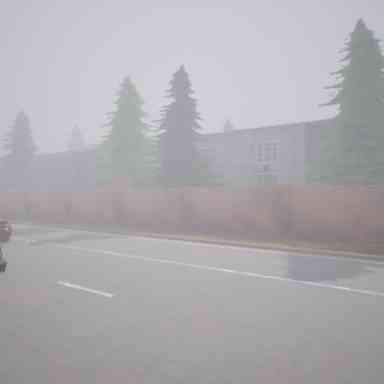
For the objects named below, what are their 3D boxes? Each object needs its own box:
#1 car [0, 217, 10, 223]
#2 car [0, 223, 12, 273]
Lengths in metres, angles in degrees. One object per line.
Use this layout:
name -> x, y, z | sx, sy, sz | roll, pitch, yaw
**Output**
car -> -10.241, 1.607, 15.590 | 4.674, 1.442, 1.812 | 0, 0, 36
car -> -7.144, 1.599, 9.091 | 5.357, 1.411, 2.033 | 0, 0, 36
